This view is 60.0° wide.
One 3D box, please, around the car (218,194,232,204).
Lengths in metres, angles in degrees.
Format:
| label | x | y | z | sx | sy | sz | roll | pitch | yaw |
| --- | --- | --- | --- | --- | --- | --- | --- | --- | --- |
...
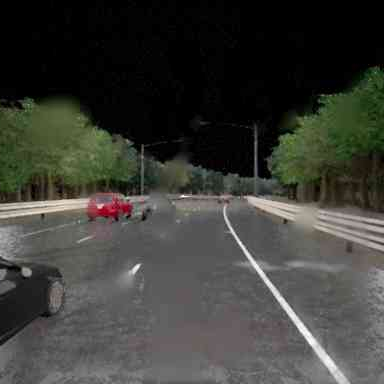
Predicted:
| label | x | y | z | sx | sy | sz | roll | pitch | yaw |
| --- | --- | --- | --- | --- | --- | --- | --- | --- | --- |
| car | 5.411 | 1.293 | 56.563 | 1.812 | 1.442 | 4.674 | 0 | 0 | 8 |

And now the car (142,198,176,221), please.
| label | x | y | z | sx | sy | sz | roll | pitch | yaw |
| --- | --- | --- | --- | --- | --- | --- | --- | --- | --- |
| car | -2.456 | 1.225 | 25.847 | 2.097 | 1.767 | 4.553 | 0 | 0 | 4 |

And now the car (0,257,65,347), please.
| label | x | y | z | sx | sy | sz | roll | pitch | yaw |
| --- | --- | --- | --- | --- | --- | --- | --- | --- | --- |
| car | -3.329 | 1.501 | 4.377 | 1.812 | 1.442 | 4.674 | 0 | 0 | 1 |

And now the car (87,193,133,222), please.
| label | x | y | z | sx | sy | sz | roll | pitch | yaw |
| --- | --- | --- | --- | --- | --- | --- | --- | --- | --- |
| car | -6.032 | 1.098 | 25.016 | 2.150 | 2.045 | 5.566 | 0 | 0 | 4 |

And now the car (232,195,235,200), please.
| label | x | y | z | sx | sy | sz | roll | pitch | yaw |
| --- | --- | --- | --- | --- | --- | --- | --- | --- | --- |
| car | 10.234 | 1.363 | 89.201 | 1.994 | 1.385 | 4.181 | 0 | -1 | 14 |

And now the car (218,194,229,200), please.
| label | x | y | z | sx | sy | sz | roll | pitch | yaw |
| --- | --- | --- | --- | --- | --- | --- | --- | --- | --- |
| car | 7.131 | 1.143 | 74.731 | 1.994 | 1.385 | 4.181 | 0 | -1 | 12 |
